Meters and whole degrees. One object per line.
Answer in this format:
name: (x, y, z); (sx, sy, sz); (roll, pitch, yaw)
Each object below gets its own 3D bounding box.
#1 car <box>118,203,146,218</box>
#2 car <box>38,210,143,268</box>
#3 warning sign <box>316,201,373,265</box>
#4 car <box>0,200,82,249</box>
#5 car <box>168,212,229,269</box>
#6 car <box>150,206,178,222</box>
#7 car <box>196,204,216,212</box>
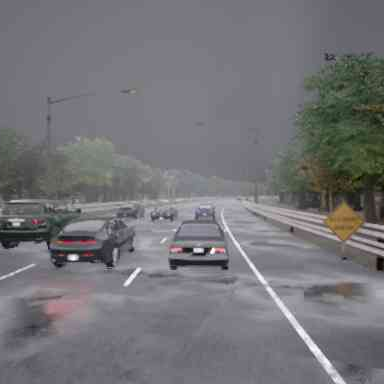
car: (-5.720, 1.820, 31.674); (1.837, 1.490, 4.892); (0, -1, 4)
car: (-3.227, 1.613, 11.733); (1.837, 1.490, 4.892); (0, -1, 2)
warning sign: (4.699, 1.215, 10.327); (1.300, 1.860, 1.060); (0, 0, 1)
car: (-6.592, 1.364, 15.383); (2.150, 2.045, 5.566); (0, -1, 2)
car: (0.269, 1.657, 11.546); (2.033, 1.411, 5.357); (0, -1, 2)
car: (-2.359, 1.898, 29.634); (1.895, 1.301, 4.718); (0, -1, 4)
car: (1.334, 1.852, 32.176); (1.812, 1.442, 4.674); (0, -1, 4)
